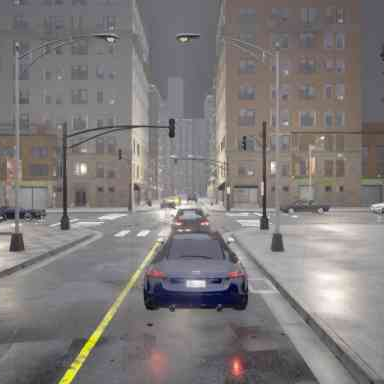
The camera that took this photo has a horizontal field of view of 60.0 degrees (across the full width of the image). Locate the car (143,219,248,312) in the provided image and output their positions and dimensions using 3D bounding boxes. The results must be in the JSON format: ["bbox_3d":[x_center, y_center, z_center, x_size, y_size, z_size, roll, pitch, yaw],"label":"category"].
[{"bbox_3d":[0.083,1.564,7.785,1.994,1.385,4.181,0,0,0],"label":"car"}]

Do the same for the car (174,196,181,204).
[{"bbox_3d":[-3.105,1.504,54.824,1.882,1.535,5.008,0,0,0],"label":"car"}]

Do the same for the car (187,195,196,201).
[{"bbox_3d":[-0.114,1.582,86.685,2.128,1.511,4.902,0,0,0],"label":"car"}]

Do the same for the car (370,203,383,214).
[{"bbox_3d":[20.419,1.438,33.352,4.674,1.442,1.812,0,0,-1],"label":"car"}]

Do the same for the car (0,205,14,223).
[{"bbox_3d":[-15.224,1.616,23.183,4.181,1.385,1.994,0,0,0],"label":"car"}]

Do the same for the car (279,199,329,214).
[{"bbox_3d":[11.157,1.449,33.298,4.892,1.490,1.837,0,0,0],"label":"car"}]

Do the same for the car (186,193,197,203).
[{"bbox_3d":[-0.037,1.268,73.520,2.150,2.045,5.566,0,0,0],"label":"car"}]

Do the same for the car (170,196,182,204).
[{"bbox_3d":[-3.082,1.586,65.748,2.033,1.411,5.357,0,0,0],"label":"car"}]

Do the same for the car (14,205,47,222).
[{"bbox_3d":[-14.153,1.648,26.438,4.718,1.301,1.895,0,0,0],"label":"car"}]

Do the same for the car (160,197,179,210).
[{"bbox_3d":[-3.074,1.615,43.083,1.895,1.301,4.718,0,0,0],"label":"car"}]

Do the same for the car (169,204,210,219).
[{"bbox_3d":[-0.087,1.525,16.529,1.812,1.442,4.674,0,0,-2],"label":"car"}]
